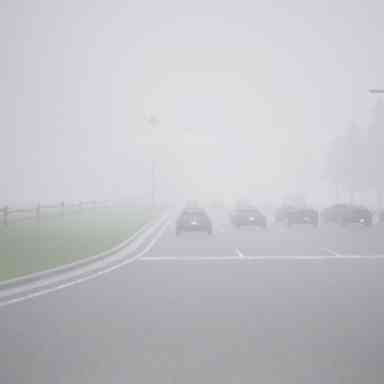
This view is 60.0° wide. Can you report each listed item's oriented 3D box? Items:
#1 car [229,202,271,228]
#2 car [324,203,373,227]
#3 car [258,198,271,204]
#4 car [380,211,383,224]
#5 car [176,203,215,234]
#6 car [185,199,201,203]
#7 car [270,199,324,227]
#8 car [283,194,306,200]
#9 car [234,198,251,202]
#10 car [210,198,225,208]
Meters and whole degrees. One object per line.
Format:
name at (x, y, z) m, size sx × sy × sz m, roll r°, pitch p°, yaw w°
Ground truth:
car at (3.601, 1.583, 22.142) m, size 1.994 × 1.385 × 4.181 m, roll 0°, pitch 0°, yaw 0°
car at (10.601, 1.525, 23.138) m, size 1.837 × 1.490 × 4.892 m, roll 0°, pitch 0°, yaw 0°
car at (10.591, 1.567, 47.933) m, size 1.812 × 1.442 × 4.674 m, roll 0°, pitch 0°, yaw 0°
car at (14.101, 1.510, 21.413) m, size 2.128 × 1.511 × 4.902 m, roll 0°, pitch 0°, yaw 0°
car at (0.102, 1.581, 19.328) m, size 1.994 × 1.385 × 4.181 m, roll 0°, pitch 0°, yaw 0°
car at (0.102, 1.583, 41.417) m, size 2.033 × 1.411 × 5.357 m, roll 0°, pitch 0°, yaw 0°
car at (7.101, 1.498, 23.098) m, size 1.882 × 1.535 × 5.008 m, roll 0°, pitch 0°, yaw 0°
car at (14.104, 1.261, 46.209) m, size 2.150 × 2.045 × 5.566 m, roll 0°, pitch 0°, yaw 0°
car at (7.103, 1.532, 46.798) m, size 2.128 × 1.511 × 4.902 m, roll 0°, pitch 0°, yaw 0°
car at (3.603, 1.605, 47.458) m, size 1.994 × 1.385 × 4.181 m, roll 0°, pitch 0°, yaw 0°
